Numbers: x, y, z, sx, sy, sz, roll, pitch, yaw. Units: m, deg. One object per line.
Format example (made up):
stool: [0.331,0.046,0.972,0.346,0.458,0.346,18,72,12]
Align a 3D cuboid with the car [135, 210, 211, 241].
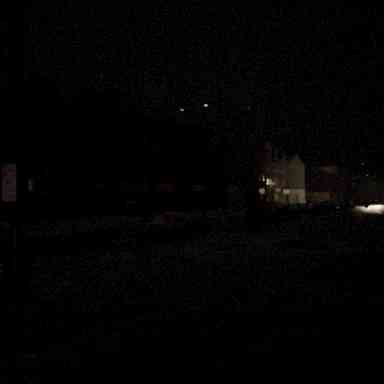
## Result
car: [-0.783,1.608,17.155,1.752,1.417,4.829,-1,-1,35]

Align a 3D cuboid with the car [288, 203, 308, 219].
car: [8.866,1.754,30.794,2.008,1.369,4.403,-1,-1,35]

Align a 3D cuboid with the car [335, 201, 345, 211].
car: [18.612,1.796,44.573,1.967,1.590,4.097,-1,-1,35]

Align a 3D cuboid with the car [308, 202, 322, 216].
car: [12.115,1.833,35.386,1.802,1.307,4.206,-1,-1,35]

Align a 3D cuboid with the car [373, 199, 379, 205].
car: [44.604,2.476,81.309,2.008,1.369,4.403,-2,-2,35]

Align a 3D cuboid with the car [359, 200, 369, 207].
car: [31.610,2.160,62.942,2.008,1.369,4.403,-1,-2,35]

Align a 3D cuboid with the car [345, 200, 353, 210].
car: [21.862,1.965,49.164,2.008,1.369,4.403,-1,-1,35]

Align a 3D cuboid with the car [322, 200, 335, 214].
car: [15.364,1.846,39.979,1.887,1.381,4.507,-1,-1,35]

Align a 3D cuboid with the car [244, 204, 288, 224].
car: [5.617,1.726,26.201,1.947,1.339,4.313,-1,-1,35]

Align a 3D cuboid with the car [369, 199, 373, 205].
car: [34.858,2.226,67.533,1.887,1.381,4.507,-1,-2,35]

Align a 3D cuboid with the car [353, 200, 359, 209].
car: [25.111,2.026,53.757,2.008,1.369,4.403,-1,-1,35]
